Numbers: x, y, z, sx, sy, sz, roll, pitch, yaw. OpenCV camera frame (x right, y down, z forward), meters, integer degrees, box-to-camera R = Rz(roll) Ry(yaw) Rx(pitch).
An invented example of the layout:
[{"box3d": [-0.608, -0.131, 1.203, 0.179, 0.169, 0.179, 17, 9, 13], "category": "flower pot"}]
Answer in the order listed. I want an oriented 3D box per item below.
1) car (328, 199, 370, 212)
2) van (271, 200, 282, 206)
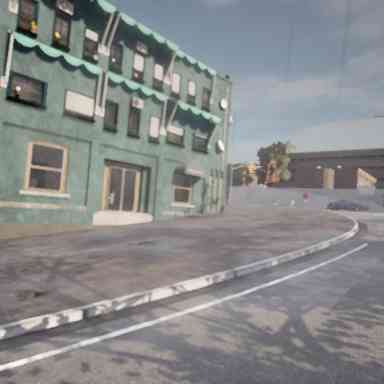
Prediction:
[{"box3d": [17.194, 1.530, 36.567, 4.181, 1.385, 1.994, 2, -3, 37], "category": "car"}, {"box3d": [15.103, 2.590, 59.239, 1.878, 1.987, 4.442, 2, -5, 17], "category": "van"}]
